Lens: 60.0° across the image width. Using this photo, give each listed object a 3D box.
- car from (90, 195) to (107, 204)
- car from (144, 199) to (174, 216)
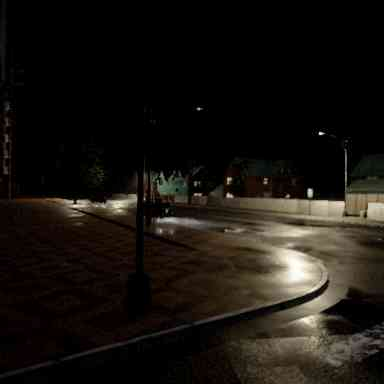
[{"bbox_3d":[-14.861,1.127,52.580,1.994,1.385,4.181,1,0,-28],"label":"car"},{"bbox_3d":[-3.306,1.378,30.668,2.128,1.511,4.902,1,0,-28],"label":"car"}]
